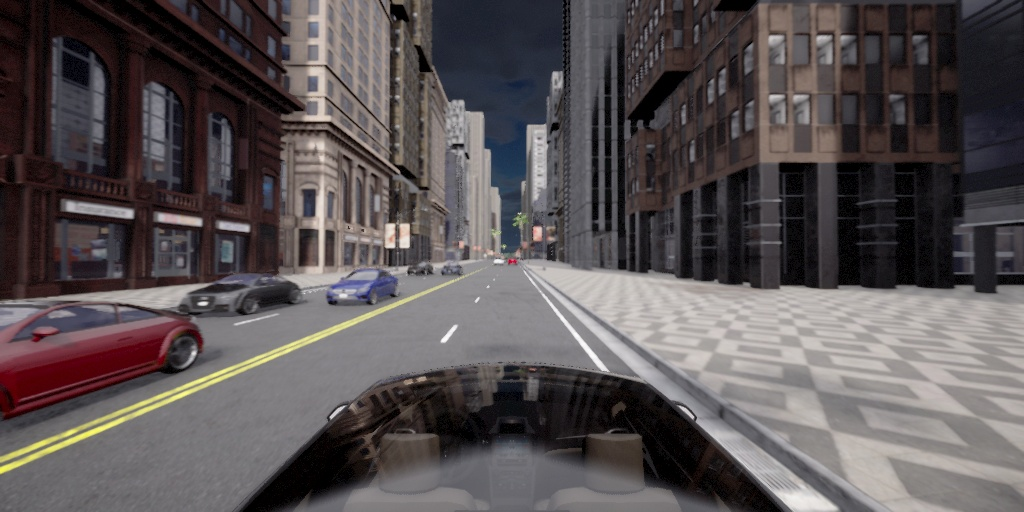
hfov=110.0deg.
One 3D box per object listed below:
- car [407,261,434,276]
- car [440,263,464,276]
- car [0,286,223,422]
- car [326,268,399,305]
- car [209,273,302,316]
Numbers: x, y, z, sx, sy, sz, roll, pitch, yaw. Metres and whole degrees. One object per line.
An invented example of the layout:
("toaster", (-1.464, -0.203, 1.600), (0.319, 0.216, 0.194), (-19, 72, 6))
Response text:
("car", (-9.728, 1.317, 38.474), (1.882, 1.535, 5.008), (0, 0, 1))
("car", (-6.474, 1.409, 39.077), (1.994, 1.385, 4.181), (0, 0, 0))
("car", (-6.602, 1.315, 4.803), (1.994, 1.385, 4.181), (0, 0, 0))
("car", (-6.568, 1.308, 16.345), (1.812, 1.442, 4.674), (0, 0, 1))
("car", (-9.829, 1.335, 13.398), (1.994, 1.385, 4.181), (0, 0, 0))
